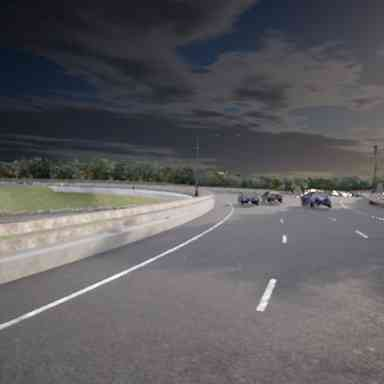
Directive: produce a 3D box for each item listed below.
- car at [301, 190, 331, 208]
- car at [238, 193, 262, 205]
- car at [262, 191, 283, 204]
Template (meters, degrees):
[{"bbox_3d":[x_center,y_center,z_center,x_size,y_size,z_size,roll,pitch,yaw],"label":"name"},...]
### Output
[{"bbox_3d":[13.016,0.692,35.163,2.097,1.767,4.553,1,1,4],"label":"car"},{"bbox_3d":[6.248,0.758,37.253,1.895,1.301,4.718,1,2,3],"label":"car"},{"bbox_3d":[9.832,0.635,41.009,1.837,1.490,4.892,2,1,1],"label":"car"}]
